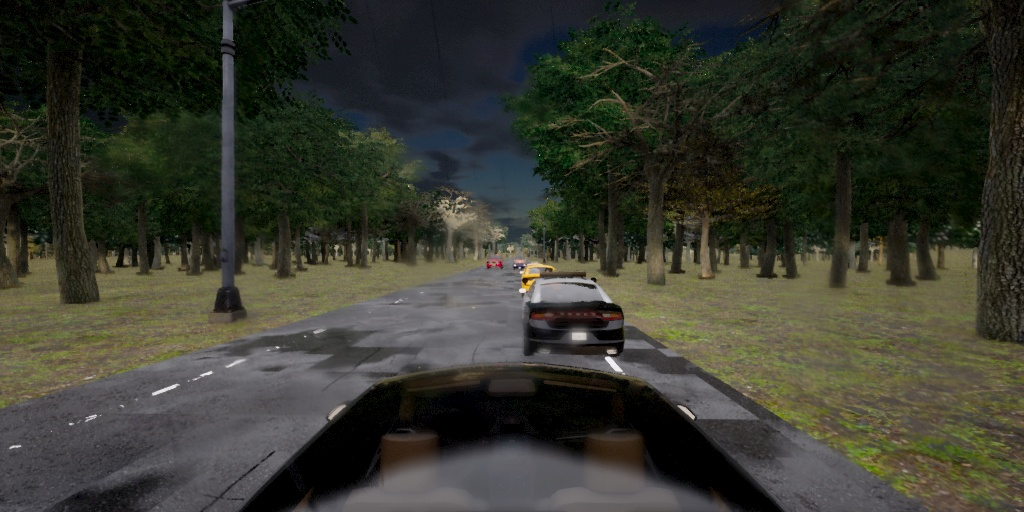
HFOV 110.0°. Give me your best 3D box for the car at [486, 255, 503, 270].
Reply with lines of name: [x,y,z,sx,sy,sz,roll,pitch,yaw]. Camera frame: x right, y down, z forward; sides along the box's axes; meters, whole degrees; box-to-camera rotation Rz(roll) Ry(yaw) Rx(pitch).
car: [-2.390,0.838,50.942,2.150,2.045,5.566,0,0,1]

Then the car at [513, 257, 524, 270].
car: [1.091,1.228,48.582,1.895,1.301,4.718,0,0,2]

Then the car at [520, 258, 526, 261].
car: [1.571,1.172,24.797,1.801,1.575,5.366,0,0,1]

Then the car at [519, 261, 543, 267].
car: [1.432,1.208,18.609,1.882,1.535,5.008,0,0,1]

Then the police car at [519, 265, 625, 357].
police car: [1.209,1.170,8.719,1.930,1.638,5.238,0,0,1]
